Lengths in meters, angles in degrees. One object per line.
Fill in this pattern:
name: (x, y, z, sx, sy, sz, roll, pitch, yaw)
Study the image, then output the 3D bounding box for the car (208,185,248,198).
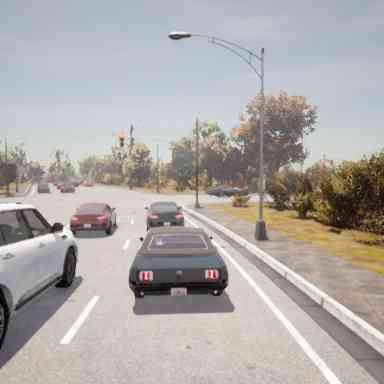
car: (5.093, 0.078, 45.207, 4.718, 1.301, 1.895, 0, 3, -22)

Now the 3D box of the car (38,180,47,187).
car: (-36.410, -2.040, 80.983, 1.882, 1.535, 5.008, -1, 3, -25)

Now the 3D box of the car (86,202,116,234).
car: (-4.896, 1.235, 16.780, 1.812, 1.442, 4.674, 0, 2, -8)

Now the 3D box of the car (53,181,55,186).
car: (-33.240, -2.235, 82.458, 2.097, 1.767, 4.553, -1, 3, -25)

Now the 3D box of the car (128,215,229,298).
car: (-0.387, 1.519, 8.356, 1.895, 1.301, 4.718, 0, 1, -4)

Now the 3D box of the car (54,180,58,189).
car: (-26.353, -1.248, 67.698, 1.895, 1.301, 4.718, -1, 3, -25)

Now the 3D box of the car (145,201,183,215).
car: (-1.461, 1.208, 17.376, 1.812, 1.442, 4.674, 0, 2, -8)

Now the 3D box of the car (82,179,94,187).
car: (-25.986, -2.258, 83.462, 2.097, 1.767, 4.553, -1, 3, -25)

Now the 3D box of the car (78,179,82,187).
car: (-28.996, -2.048, 81.644, 1.882, 1.535, 5.008, -1, 3, -25)

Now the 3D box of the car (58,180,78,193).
car: (-19.985, -0.763, 53.448, 2.097, 1.767, 4.553, -1, 3, -23)

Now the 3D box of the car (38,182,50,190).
car: (-29.532, -1.217, 66.233, 1.994, 1.385, 4.181, -1, 3, -25)

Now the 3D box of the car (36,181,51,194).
car: (-23.366, -0.562, 52.446, 1.837, 1.490, 4.892, -1, 4, -23)

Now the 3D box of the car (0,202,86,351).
car: (-3.737, 1.181, 5.813, 2.150, 2.045, 5.566, 0, 0, -3)

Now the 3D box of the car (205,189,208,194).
car: (4.262, -0.183, 48.630, 4.892, 1.490, 1.837, 0, 3, -22)
